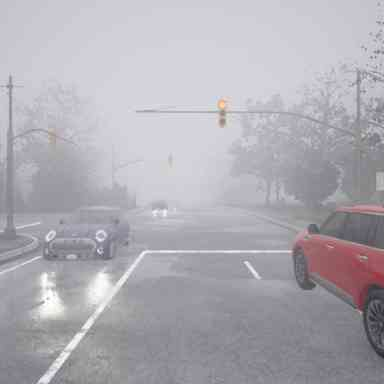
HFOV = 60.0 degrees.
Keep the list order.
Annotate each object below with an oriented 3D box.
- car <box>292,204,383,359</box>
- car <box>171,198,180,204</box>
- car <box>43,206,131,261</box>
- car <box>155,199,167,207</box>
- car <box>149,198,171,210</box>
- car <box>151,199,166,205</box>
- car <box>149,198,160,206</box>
[{"bbox_3d":[3.590,1.221,6.053,2.150,2.045,5.566,0,0,0],"label":"car"},{"bbox_3d":[-4.644,2.316,83.176,1.882,1.535,5.008,0,-1,-22],"label":"car"},{"bbox_3d":[-3.623,1.352,12.250,2.097,1.767,4.553,0,0,0],"label":"car"},{"bbox_3d":[-5.229,1.872,56.031,1.895,1.301,4.718,0,-1,-8],"label":"car"},{"bbox_3d":[-4.138,1.640,43.312,1.994,1.385,4.181,0,-1,-3],"label":"car"},{"bbox_3d":[-8.353,2.406,83.038,2.033,1.411,5.357,0,-1,-25],"label":"car"},{"bbox_3d":[-8.051,2.098,71.395,1.882,1.535,5.008,0,-1,-13],"label":"car"}]
